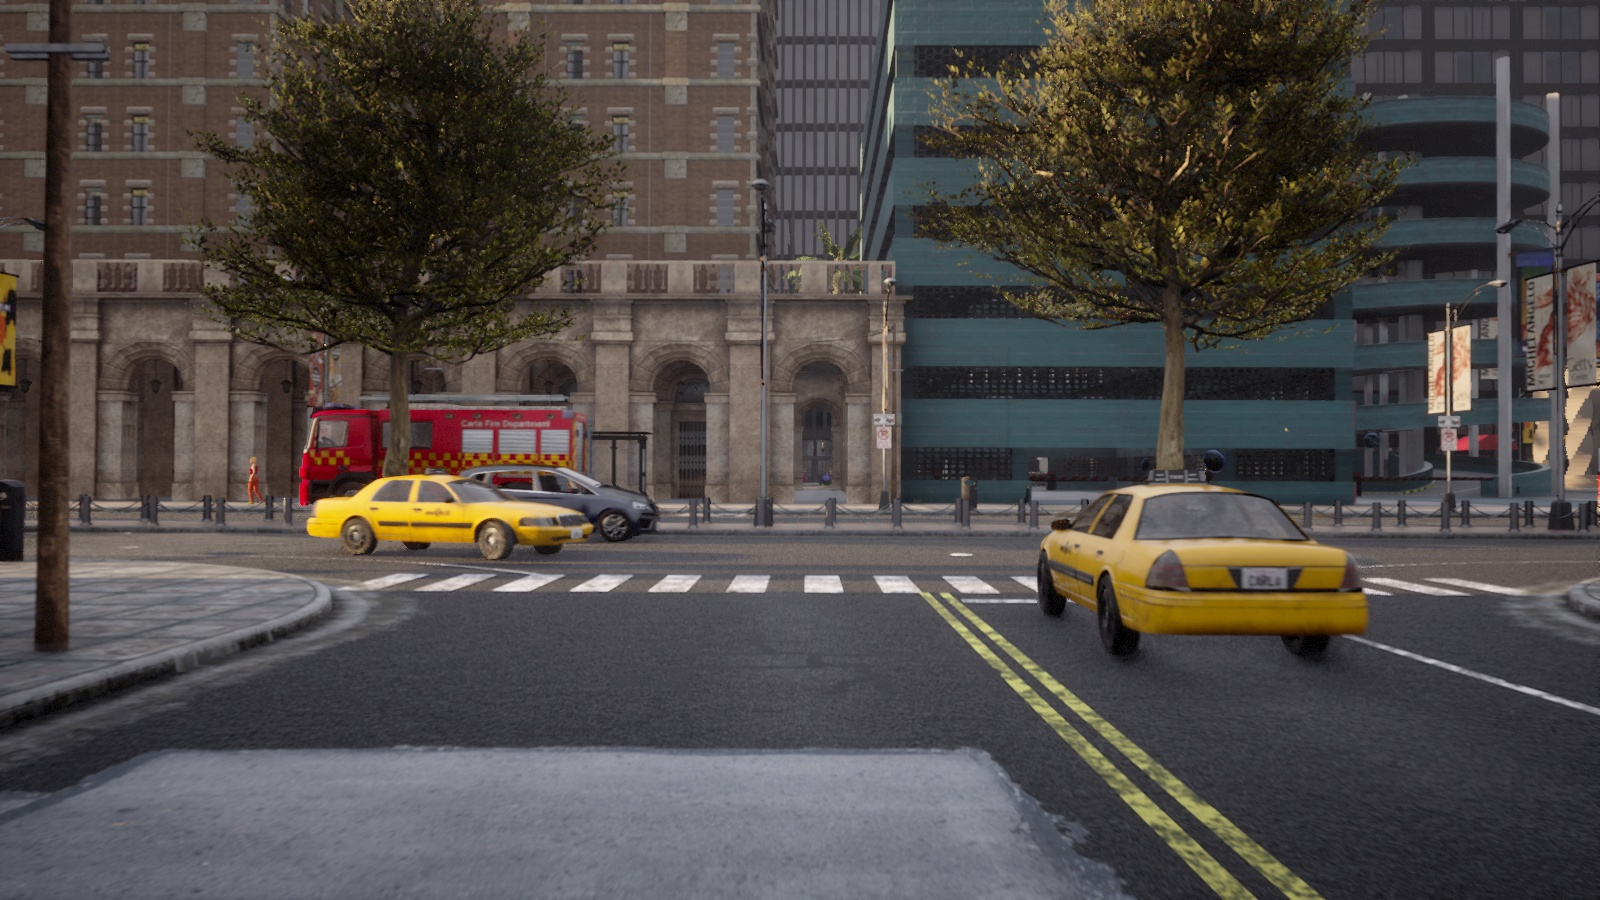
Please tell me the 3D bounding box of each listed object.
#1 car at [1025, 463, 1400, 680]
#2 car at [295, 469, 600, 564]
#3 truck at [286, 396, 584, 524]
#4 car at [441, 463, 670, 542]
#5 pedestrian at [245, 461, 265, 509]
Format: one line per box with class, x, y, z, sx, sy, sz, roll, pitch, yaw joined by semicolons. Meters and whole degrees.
car;3.493;0.931;11.859;1.801;1.575;5.366;0;-1;0
car;-6.427;1.147;22.796;5.366;1.575;1.801;-1;-1;22
truck;-11.277;0.330;39.348;8.468;3.827;2.891;0;-1;1
car;-5.310;1.128;27.749;4.611;1.667;2.242;0;-1;1
pedestrian;-20.735;1.325;47.761;0.594;1.836;0.345;0;-1;2
